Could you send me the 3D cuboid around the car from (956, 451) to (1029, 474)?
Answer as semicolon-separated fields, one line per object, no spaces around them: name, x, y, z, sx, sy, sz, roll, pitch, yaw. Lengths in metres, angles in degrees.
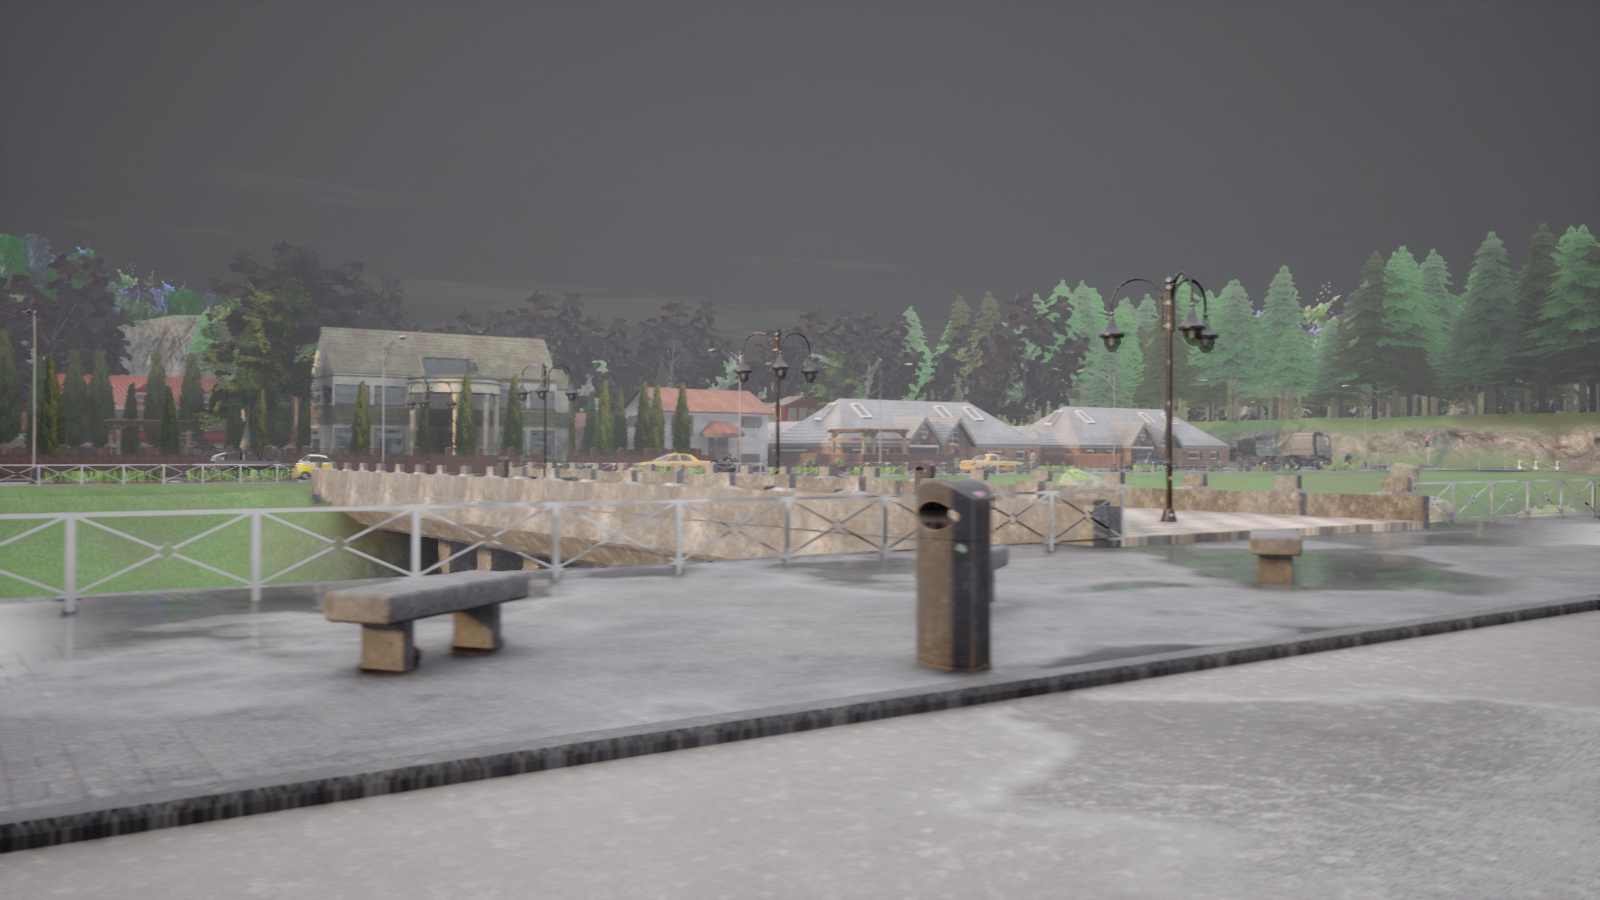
car;13.637;0.873;88.903;5.366;1.575;1.801;0;0;-35

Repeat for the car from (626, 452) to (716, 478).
car;-8.061;0.894;78.680;5.366;1.575;1.801;0;0;-35

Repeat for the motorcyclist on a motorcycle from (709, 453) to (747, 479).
motorcyclist on a motorcycle;-4.363;0.976;76.379;2.191;1.530;0.866;0;0;-35

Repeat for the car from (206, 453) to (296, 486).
car;-26.619;0.929;60.895;3.705;1.549;1.789;0;0;-35

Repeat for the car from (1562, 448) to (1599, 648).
car;7.875;0.717;9.751;3.806;1.475;1.970;0;0;-35

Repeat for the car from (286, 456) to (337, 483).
car;-25.804;1.017;66.335;2.207;1.376;1.481;0;0;-35
